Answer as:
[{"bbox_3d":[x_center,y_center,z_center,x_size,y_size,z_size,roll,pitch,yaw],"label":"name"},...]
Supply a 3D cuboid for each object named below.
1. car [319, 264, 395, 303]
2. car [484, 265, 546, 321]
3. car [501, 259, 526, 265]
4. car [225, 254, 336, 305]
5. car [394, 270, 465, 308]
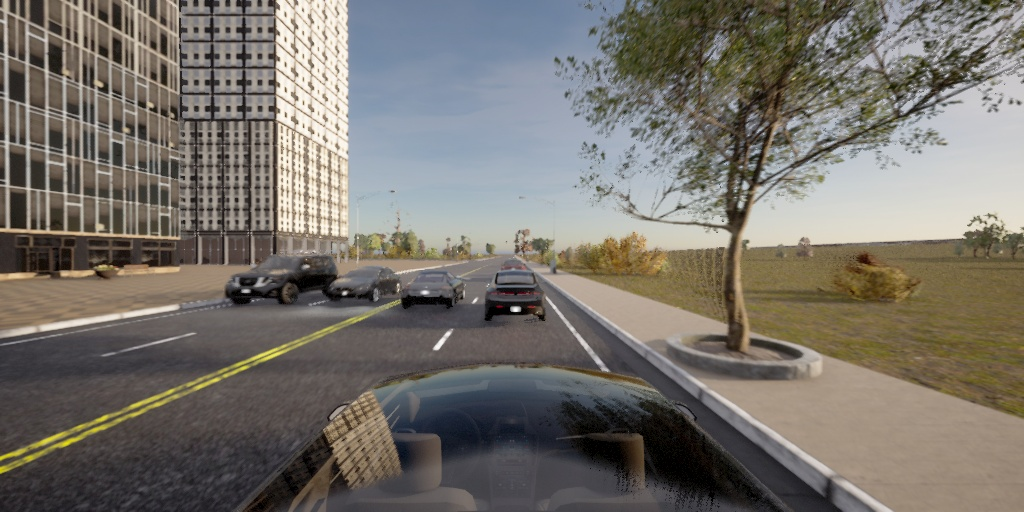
[{"bbox_3d":[-6.593,1.219,16.553,1.837,1.490,4.892,0,0,0],"label":"car"},{"bbox_3d":[0.105,1.229,12.379,1.837,1.490,4.892,0,0,0],"label":"car"},{"bbox_3d":[0.110,1.033,30.220,2.097,1.767,4.553,0,0,0],"label":"car"},{"bbox_3d":[-9.845,0.938,16.024,2.150,2.045,5.566,0,0,0],"label":"car"},{"bbox_3d":[-3.145,1.282,14.968,1.994,1.385,4.181,0,0,0],"label":"car"}]
